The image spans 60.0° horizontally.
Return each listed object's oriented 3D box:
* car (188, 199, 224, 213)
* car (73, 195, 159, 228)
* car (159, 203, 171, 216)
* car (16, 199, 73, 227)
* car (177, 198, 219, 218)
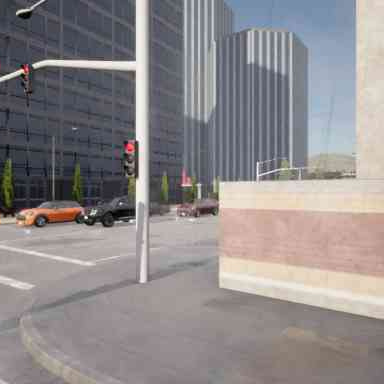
[{"bbox_3d":[1.730,1.560,39.116,1.837,1.490,4.892,0,0,36],"label":"car"},{"bbox_3d":[-5.170,1.277,23.539,2.150,2.045,5.566,0,0,36],"label":"car"},{"bbox_3d":[-4.198,1.603,30.887,2.033,1.411,5.357,0,0,36],"label":"car"},{"bbox_3d":[-9.725,1.407,23.194,2.097,1.767,4.553,0,0,36],"label":"car"},{"bbox_3d":[0.561,1.407,31.507,2.097,1.767,4.553,0,0,36],"label":"car"}]
